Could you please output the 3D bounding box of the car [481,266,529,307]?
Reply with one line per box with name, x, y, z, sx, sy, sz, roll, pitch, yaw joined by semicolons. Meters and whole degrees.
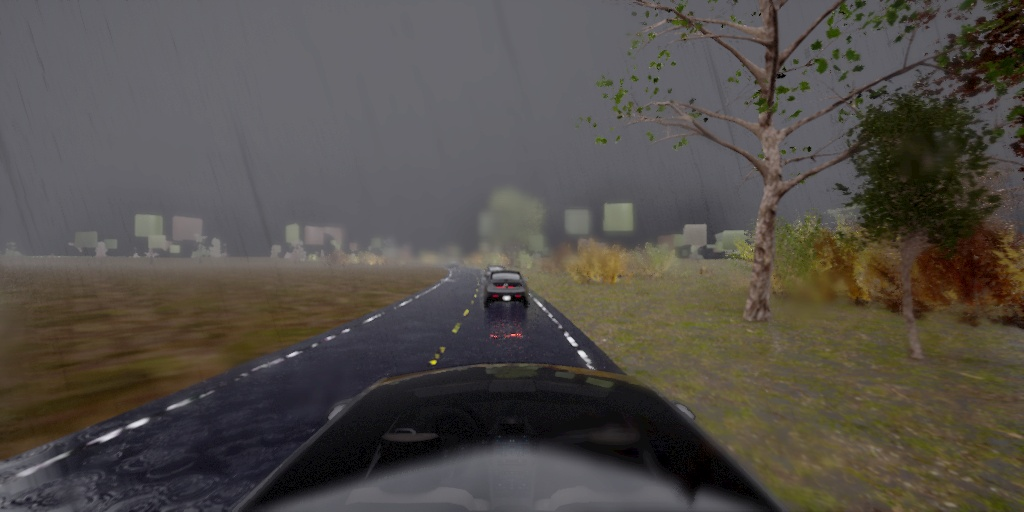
car;-0.311;1.380;16.271;1.837;1.490;4.892;0;0;-3
